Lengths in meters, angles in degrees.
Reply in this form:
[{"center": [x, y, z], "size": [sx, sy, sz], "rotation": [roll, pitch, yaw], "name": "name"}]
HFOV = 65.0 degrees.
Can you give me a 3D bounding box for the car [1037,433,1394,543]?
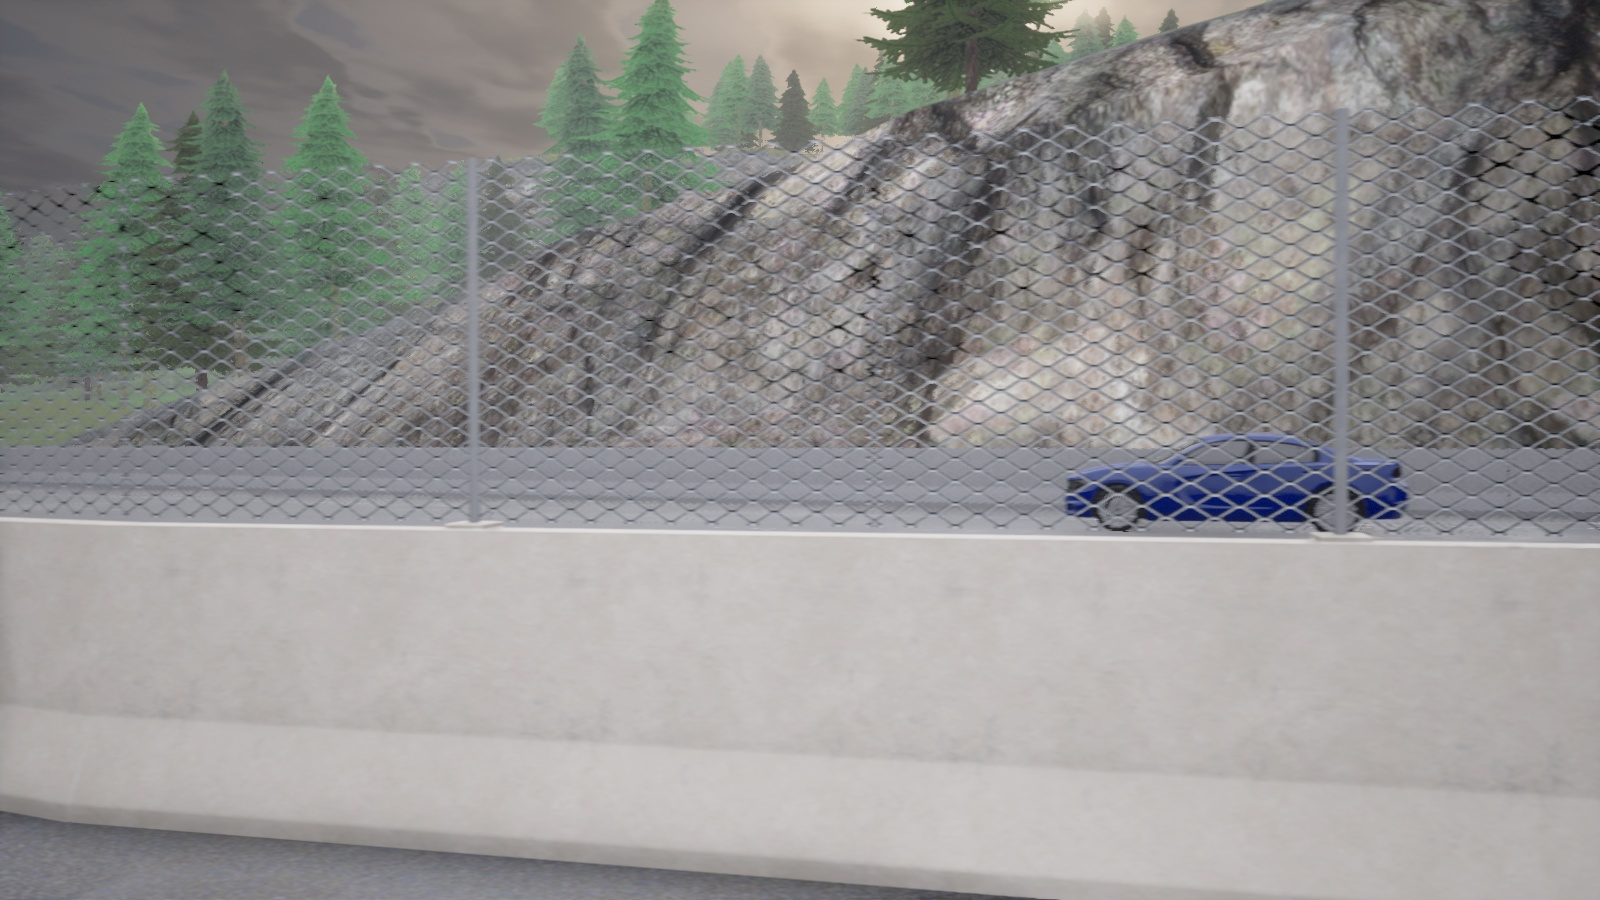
[{"center": [6.342, 0.521, 19.500], "size": [5.008, 1.535, 1.882], "rotation": [1, 1, 18], "name": "car"}]
